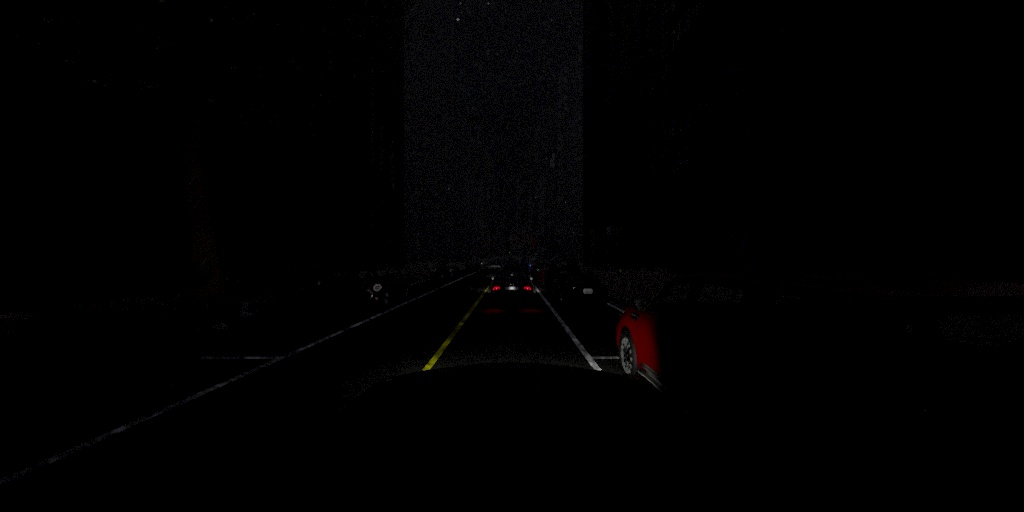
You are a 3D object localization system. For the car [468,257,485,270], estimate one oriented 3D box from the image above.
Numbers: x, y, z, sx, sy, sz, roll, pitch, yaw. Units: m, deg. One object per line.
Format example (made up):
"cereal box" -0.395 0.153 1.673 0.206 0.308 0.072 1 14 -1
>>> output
"car" -5.763 1.070 53.709 2.192 1.841 5.009 0 0 0

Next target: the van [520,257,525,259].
"van" 2.763 1.100 64.737 1.690 1.789 3.998 0 0 0

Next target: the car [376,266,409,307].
"car" -5.762 1.188 15.117 1.967 1.591 4.097 0 0 0

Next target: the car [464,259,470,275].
"car" -5.762 1.277 36.999 1.751 1.417 4.829 0 0 0

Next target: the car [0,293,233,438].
"car" -5.762 1.329 4.091 1.802 1.307 4.207 0 0 0

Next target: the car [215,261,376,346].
"car" -5.763 1.062 9.604 2.192 1.841 5.009 0 0 0

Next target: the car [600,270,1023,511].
"car" 2.763 1.062 4.098 2.192 1.841 5.009 0 0 0

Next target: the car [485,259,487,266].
"car" -5.762 1.308 59.222 2.007 1.370 4.403 0 0 0

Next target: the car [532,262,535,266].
"car" 2.763 1.295 26.149 1.888 1.381 4.507 0 0 0

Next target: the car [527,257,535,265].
"car" 2.763 1.066 31.661 2.192 1.841 5.009 0 0 0

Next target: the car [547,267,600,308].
"car" 2.763 1.314 15.123 1.948 1.339 4.313 0 0 0

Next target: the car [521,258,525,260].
"car" 2.763 1.322 53.712 1.948 1.339 4.313 0 0 0

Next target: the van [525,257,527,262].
"van" 2.763 1.094 42.687 1.690 1.789 3.998 0 0 0

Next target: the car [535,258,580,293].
"car" 2.763 1.064 20.636 2.192 1.841 5.009 0 0 0

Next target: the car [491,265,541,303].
"car" 0.000 1.313 16.500 2.033 1.411 5.357 0 0 0

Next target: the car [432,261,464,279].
"car" -5.762 1.191 31.656 1.967 1.591 4.097 0 0 0

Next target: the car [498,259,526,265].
"car" 0.000 1.268 31.500 1.837 1.490 4.892 0 0 0
